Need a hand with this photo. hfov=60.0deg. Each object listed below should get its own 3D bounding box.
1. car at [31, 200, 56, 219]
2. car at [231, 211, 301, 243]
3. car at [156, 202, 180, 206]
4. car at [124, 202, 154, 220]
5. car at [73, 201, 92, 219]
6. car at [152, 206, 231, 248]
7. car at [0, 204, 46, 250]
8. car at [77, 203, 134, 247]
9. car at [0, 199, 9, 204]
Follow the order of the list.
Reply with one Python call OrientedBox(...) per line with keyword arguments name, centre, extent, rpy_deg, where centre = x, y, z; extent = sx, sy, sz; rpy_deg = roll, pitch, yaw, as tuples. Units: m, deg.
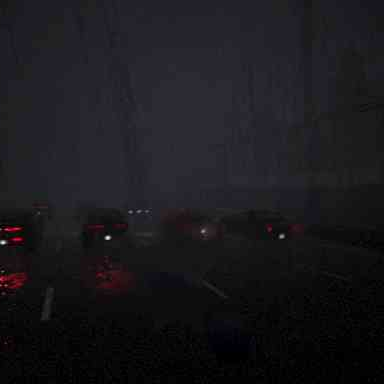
OrientedBox(name="car", centre=(-12.568, 1.421, 27.801), extent=(2.128, 1.511, 4.902), rpy_deg=(0, 0, -20))
OrientedBox(name="car", centre=(3.012, 1.559, 16.063), extent=(1.895, 1.301, 4.718), rpy_deg=(0, 0, -20))
OrientedBox(name="car", centre=(-2.229, 1.523, 30.108), extent=(1.895, 1.301, 4.718), rpy_deg=(0, 0, -20))
OrientedBox(name="car", centre=(-4.733, 1.479, 26.753), extent=(2.033, 1.411, 5.357), rpy_deg=(0, 0, -20))
OrientedBox(name="car", centre=(-9.463, 1.488, 29.501), extent=(1.994, 1.385, 4.181), rpy_deg=(0, 0, -20))
OrientedBox(name="car", centre=(-0.230, 1.524, 14.734), extent=(1.994, 1.385, 4.181), rpy_deg=(0, 0, -20))
OrientedBox(name="car", centre=(-7.327, 1.470, 13.757), extent=(1.837, 1.490, 4.892), rpy_deg=(0, 0, -20))
OrientedBox(name="car", centre=(-4.071, 1.468, 15.044), extent=(1.837, 1.490, 4.892), rpy_deg=(0, 1, -20))
OrientedBox(name="car", centre=(-15.737, 1.283, 26.277), extent=(2.097, 1.767, 4.553), rpy_deg=(0, 0, -20))
